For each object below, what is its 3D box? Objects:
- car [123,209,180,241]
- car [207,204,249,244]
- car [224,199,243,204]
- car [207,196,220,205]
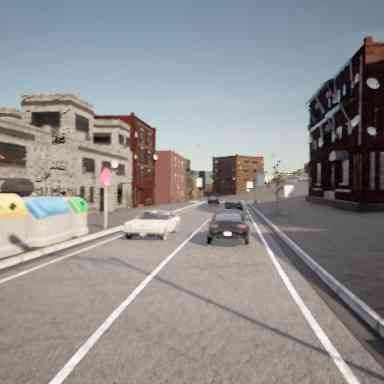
[{"bbox_3d":[-1.885,1.566,16.781,1.895,1.301,4.718,1,0,8],"label":"car"},{"bbox_3d":[1.731,1.528,15.757,1.812,1.442,4.674,1,0,7],"label":"car"},{"bbox_3d":[4.470,1.481,36.130,1.882,1.535,5.008,1,0,8],"label":"car"},{"bbox_3d":[3.747,1.446,57.993,1.882,1.535,5.008,1,0,8],"label":"car"}]
